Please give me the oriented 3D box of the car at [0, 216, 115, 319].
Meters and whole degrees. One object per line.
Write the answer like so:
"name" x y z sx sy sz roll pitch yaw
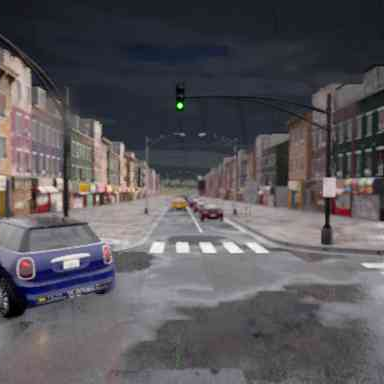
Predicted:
"car" -3.743 1.344 7.784 2.097 1.767 4.553 -2 2 -44

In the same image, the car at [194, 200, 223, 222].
"car" 1.476 1.594 26.906 1.887 1.381 4.507 -1 0 -2

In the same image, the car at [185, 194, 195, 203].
"car" -0.517 1.420 76.659 2.192 1.841 5.009 -1 0 -2

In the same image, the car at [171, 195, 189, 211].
"car" -1.663 1.521 42.307 1.882 1.535 5.008 1 0 -2

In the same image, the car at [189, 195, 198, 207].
"car" 0.592 1.618 49.018 1.887 1.381 4.507 -1 0 -2

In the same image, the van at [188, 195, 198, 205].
"van" 0.147 1.427 60.074 1.690 1.788 3.998 -1 0 -2

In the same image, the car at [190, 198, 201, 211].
"car" 1.034 1.643 37.962 1.802 1.307 4.206 -1 0 -2

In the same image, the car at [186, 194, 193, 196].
"car" 0.369 1.520 54.546 1.967 1.590 4.097 -1 0 -2

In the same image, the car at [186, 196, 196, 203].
"car" -0.293 1.649 71.131 2.008 1.369 4.403 -1 0 -2

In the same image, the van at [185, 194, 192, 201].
"van" -0.959 1.459 87.715 1.690 1.788 3.998 -1 0 -2
